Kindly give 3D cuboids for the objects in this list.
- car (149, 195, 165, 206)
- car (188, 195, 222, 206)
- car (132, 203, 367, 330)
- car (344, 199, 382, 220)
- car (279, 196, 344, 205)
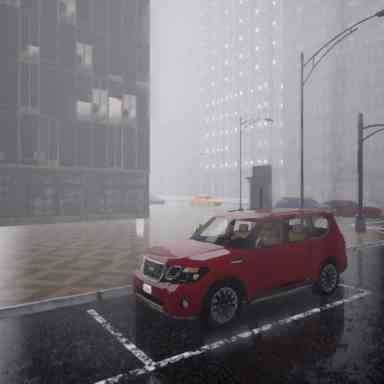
[{"bbox_3d":[-5.587,1.066,44.001,2.033,1.411,5.357,0,1,-36],"label":"car"},{"bbox_3d":[1.561,1.097,39.799,1.882,1.535,5.008,0,1,-36],"label":"car"},{"bbox_3d":[1.290,1.315,7.095,5.009,1.841,2.192,0,0,-35],"label":"car"},{"bbox_3d":[11.954,1.312,25.768,1.882,1.535,5.008,0,1,-37],"label":"car"},{"bbox_3d":[8.457,1.162,24.958,2.097,1.767,4.553,0,1,-35],"label":"car"}]
